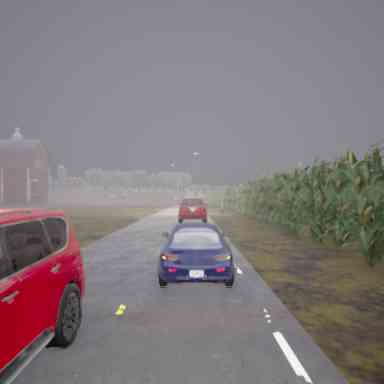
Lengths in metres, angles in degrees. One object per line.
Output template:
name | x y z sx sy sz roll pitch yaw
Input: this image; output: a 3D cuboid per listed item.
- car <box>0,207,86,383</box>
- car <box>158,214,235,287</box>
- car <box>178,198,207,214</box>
car | -2.849 1.246 3.429 2.150 2.045 5.566 0 0 0
car | 0.098 1.592 9.429 1.812 1.442 4.674 0 0 0
car | 0.058 1.469 27.138 2.150 2.045 5.566 0 0 0
